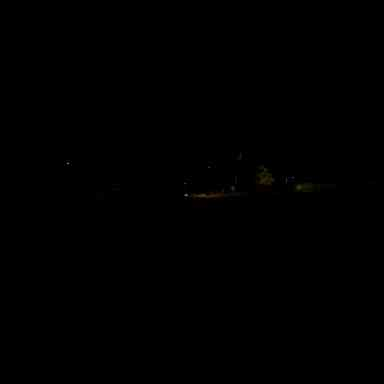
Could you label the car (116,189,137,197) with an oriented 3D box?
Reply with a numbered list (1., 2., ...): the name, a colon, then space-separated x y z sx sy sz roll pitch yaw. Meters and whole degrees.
1. car: -13.617 0.192 69.579 1.882 1.535 5.008 -2 0 36
